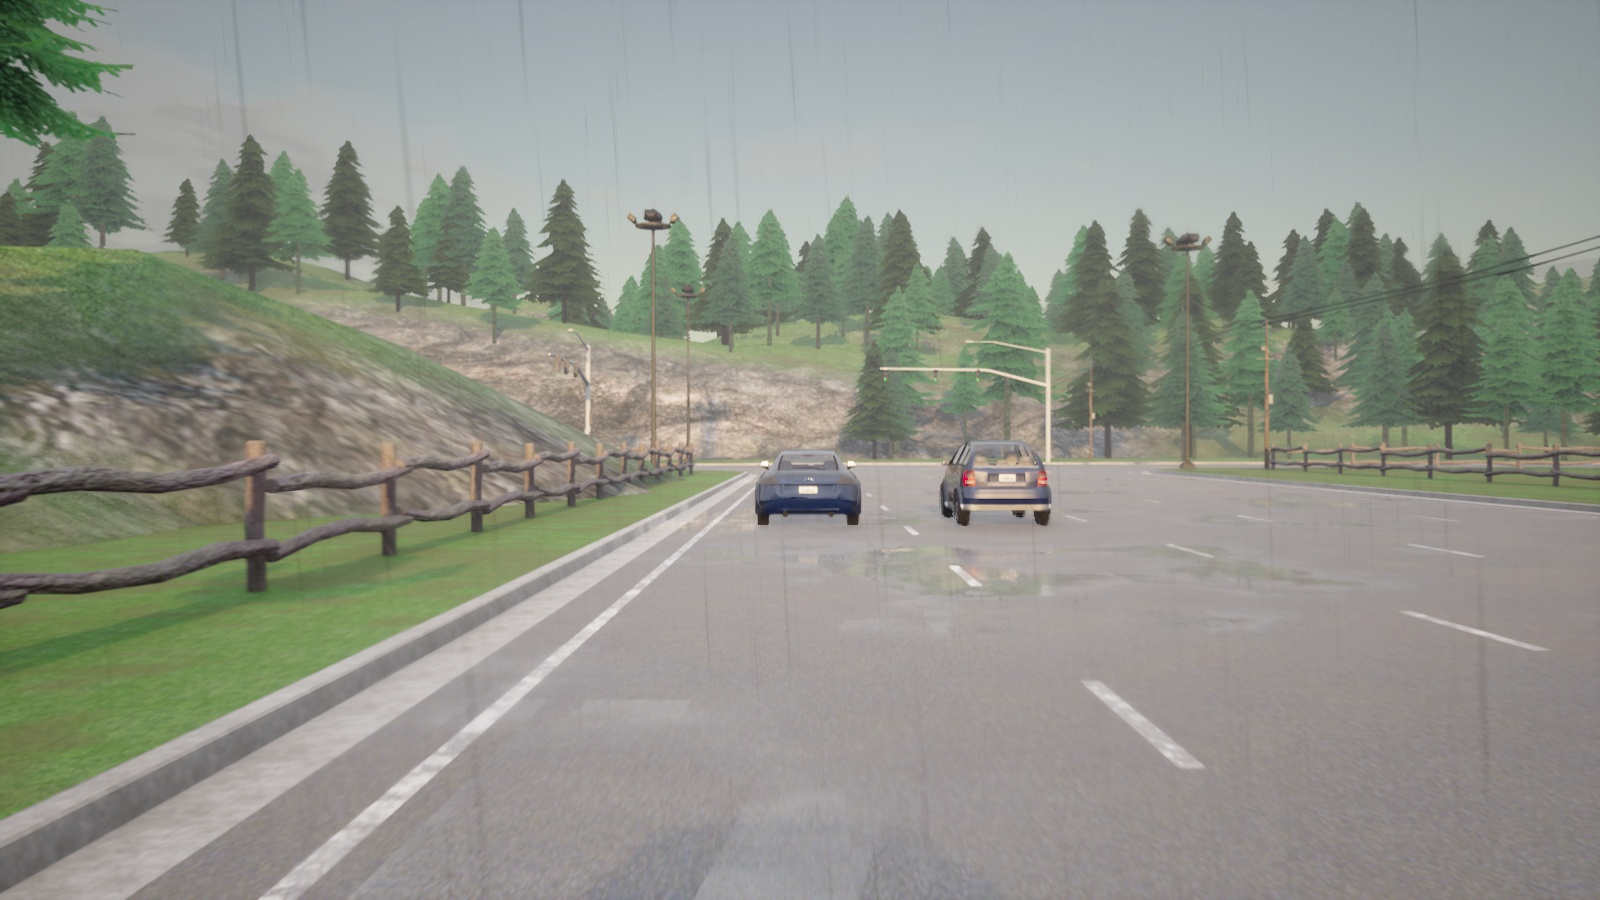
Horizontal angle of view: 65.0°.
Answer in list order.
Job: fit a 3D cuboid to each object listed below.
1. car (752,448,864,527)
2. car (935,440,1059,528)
[{"bbox_3d":[0.154,0.665,24.393,1.994,1.385,4.181,0,0,0],"label":"car"},{"bbox_3d":[3.652,0.585,23.901,1.789,1.549,3.705,0,0,0],"label":"car"}]
